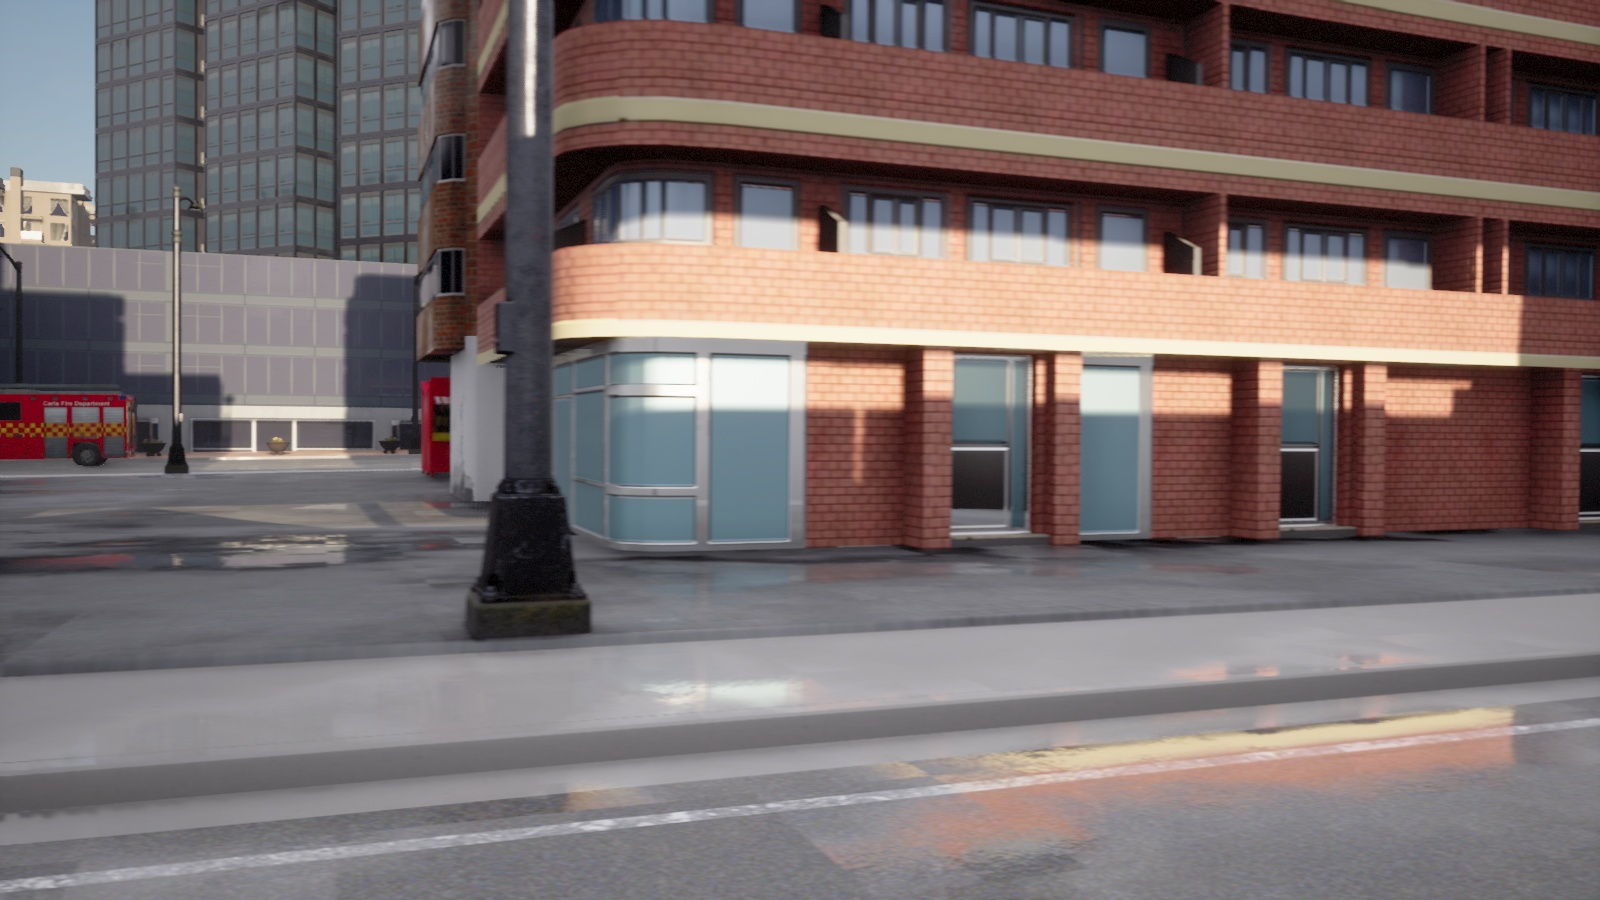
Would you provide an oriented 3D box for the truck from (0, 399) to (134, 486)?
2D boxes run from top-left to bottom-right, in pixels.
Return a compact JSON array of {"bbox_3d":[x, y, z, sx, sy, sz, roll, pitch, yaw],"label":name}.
[{"bbox_3d":[-35.828,-0.338,58.069,8.468,3.827,2.891,-2,1,-21],"label":"truck"}]
